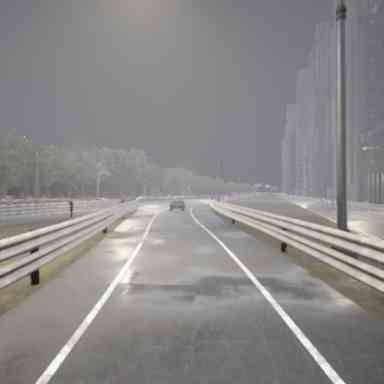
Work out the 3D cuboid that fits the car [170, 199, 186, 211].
[{"bbox_3d":[-1.783,1.561,42.016,2.128,1.511,4.902,0,0,0],"label":"car"}]
